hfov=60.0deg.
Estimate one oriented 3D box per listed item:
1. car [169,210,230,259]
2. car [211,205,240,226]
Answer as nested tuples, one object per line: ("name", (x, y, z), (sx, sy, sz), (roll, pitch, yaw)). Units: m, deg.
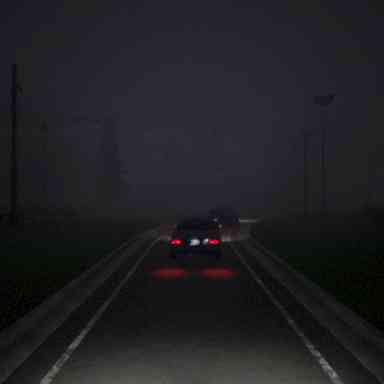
("car", (0.202, 1.636, 12.980), (2.033, 1.411, 5.357), (0, 0, 2))
("car", (2.336, 1.696, 25.044), (1.812, 1.442, 4.674), (0, 0, 18))
